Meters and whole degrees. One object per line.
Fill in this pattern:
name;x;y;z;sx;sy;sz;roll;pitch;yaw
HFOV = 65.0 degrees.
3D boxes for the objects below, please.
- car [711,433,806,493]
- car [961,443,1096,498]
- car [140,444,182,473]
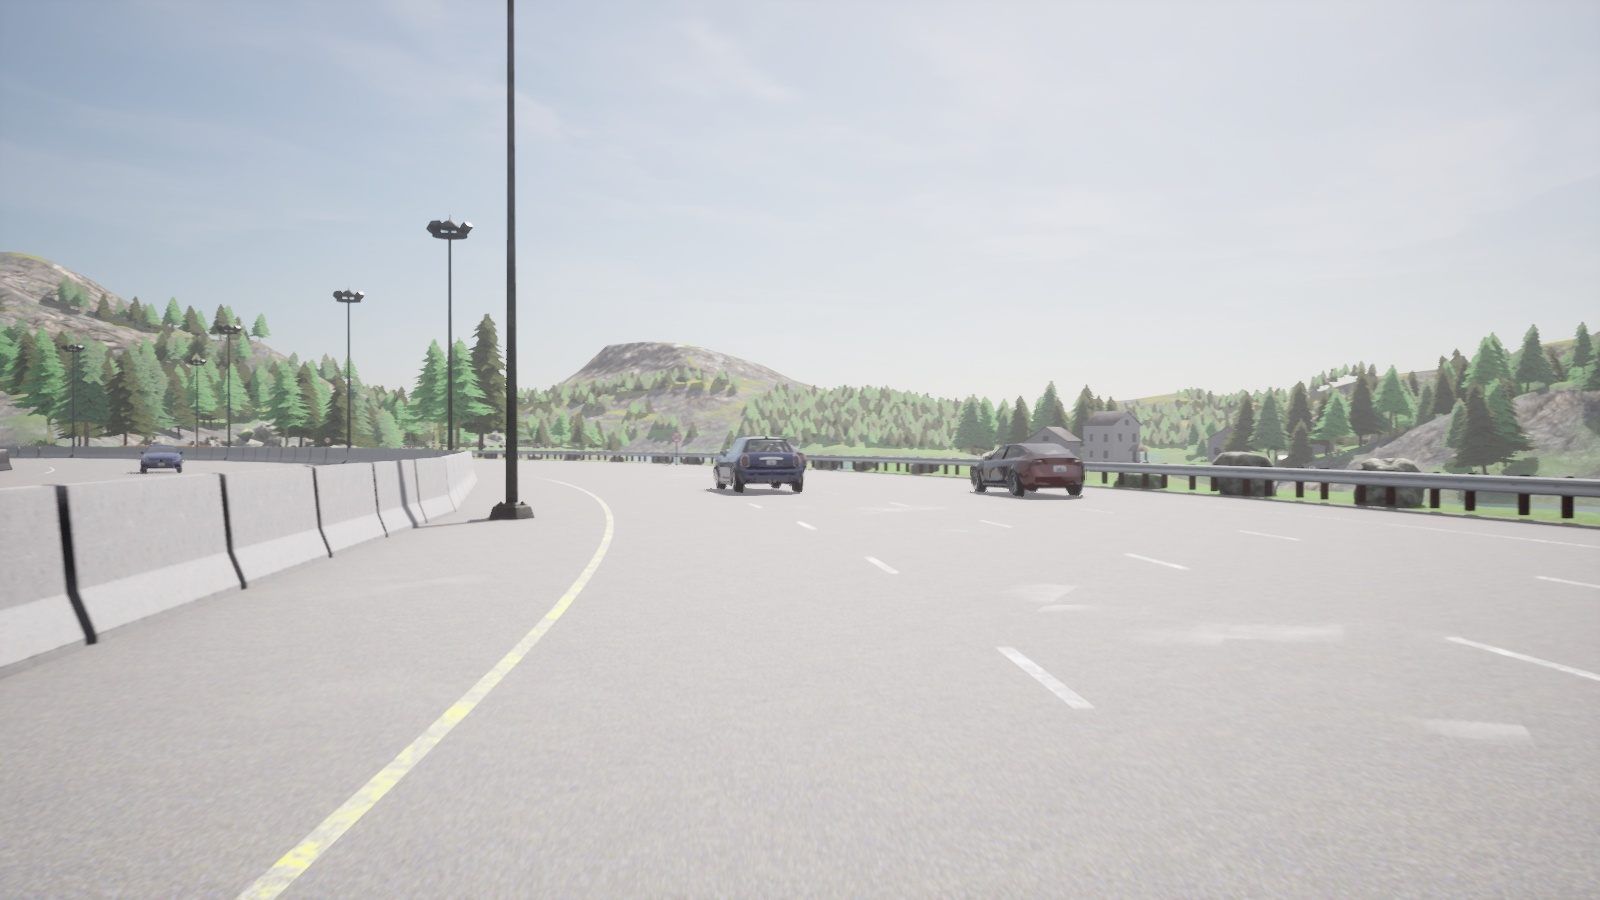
car;-1.389;0.382;39.431;2.097;1.767;4.553;0;0;-14
car;6.510;0.544;36.391;2.163;1.488;4.792;0;0;-12
car;-32.286;0.398;63.532;1.812;1.442;4.674;0;0;-26
